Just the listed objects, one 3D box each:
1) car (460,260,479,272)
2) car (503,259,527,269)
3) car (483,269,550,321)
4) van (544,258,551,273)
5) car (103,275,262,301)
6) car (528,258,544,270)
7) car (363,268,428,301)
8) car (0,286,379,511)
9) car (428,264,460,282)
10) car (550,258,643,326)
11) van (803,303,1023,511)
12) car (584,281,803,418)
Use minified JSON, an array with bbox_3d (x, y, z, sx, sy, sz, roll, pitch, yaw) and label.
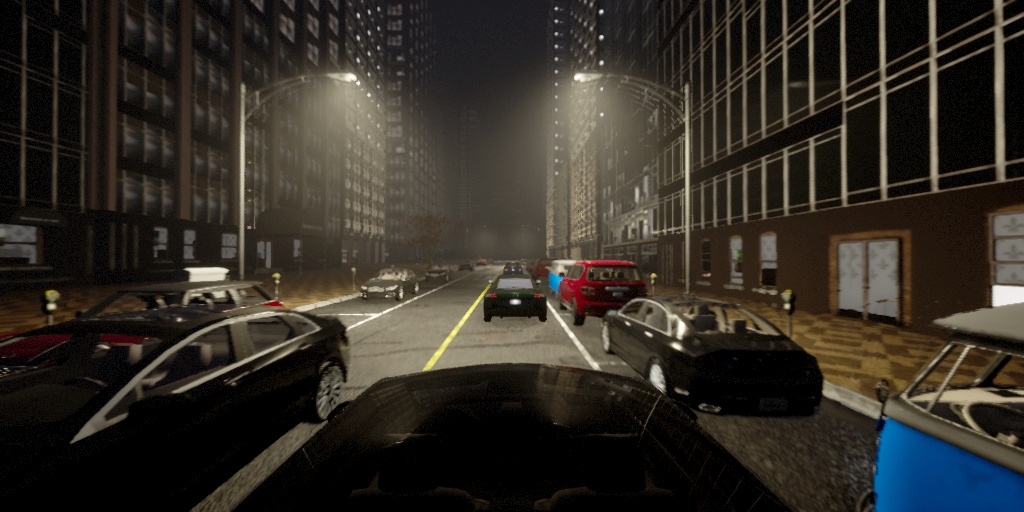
[{"bbox_3d":[-5.702,1.263,45.367,2.007,1.370,4.403,0,0,0],"label":"car"},{"bbox_3d":[0.090,1.271,34.028,2.033,1.411,5.357,0,0,0],"label":"car"},{"bbox_3d":[0.097,1.306,12.466,1.994,1.385,4.181,0,0,0],"label":"car"},{"bbox_3d":[2.687,1.079,17.181,1.690,1.789,3.998,0,0,0],"label":"van"},{"bbox_3d":[-5.690,1.187,5.867,1.967,1.591,4.097,0,0,0],"label":"car"},{"bbox_3d":[2.684,1.043,28.464,2.192,1.841,5.009,0,0,0],"label":"car"},{"bbox_3d":[-5.694,1.288,17.153,2.007,1.370,4.403,0,0,0],"label":"car"},{"bbox_3d":[-3.097,1.241,2.938,2.128,1.511,4.902,0,0,0],"label":"car"},{"bbox_3d":[-5.697,1.278,28.438,2.007,1.370,4.403,0,0,0],"label":"car"},{"bbox_3d":[2.688,1.057,11.540,2.192,1.841,5.009,0,0,0],"label":"car"},{"bbox_3d":[2.691,1.092,0.256,1.690,1.789,3.998,0,0,0],"label":"van"},{"bbox_3d":[2.690,1.298,5.898,2.007,1.370,4.403,0,0,0],"label":"car"}]
